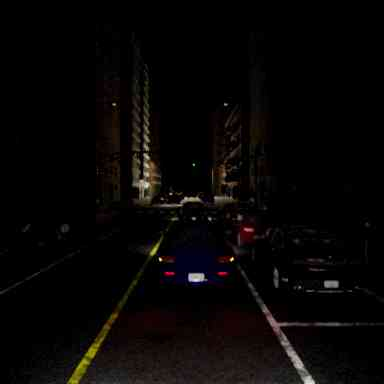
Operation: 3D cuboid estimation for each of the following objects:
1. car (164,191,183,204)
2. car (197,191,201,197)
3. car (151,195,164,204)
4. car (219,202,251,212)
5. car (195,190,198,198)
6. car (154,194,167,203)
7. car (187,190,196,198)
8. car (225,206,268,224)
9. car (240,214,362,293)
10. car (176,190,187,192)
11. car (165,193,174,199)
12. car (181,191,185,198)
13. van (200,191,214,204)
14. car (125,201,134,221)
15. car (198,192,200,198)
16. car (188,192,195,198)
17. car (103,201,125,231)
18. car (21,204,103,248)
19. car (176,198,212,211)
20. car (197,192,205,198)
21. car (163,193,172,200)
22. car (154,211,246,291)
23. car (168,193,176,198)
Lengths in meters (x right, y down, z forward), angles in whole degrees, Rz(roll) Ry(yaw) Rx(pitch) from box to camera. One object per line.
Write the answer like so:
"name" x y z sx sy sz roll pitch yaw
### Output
"car" -2.894 1.094 52.080 1.882 1.535 5.008 0 0 0
"car" 2.555 1.027 74.812 1.802 1.307 4.206 0 0 0
"car" -5.446 1.166 52.070 2.008 1.369 4.403 0 0 0
"car" 2.613 1.297 19.487 1.967 1.590 4.097 0 0 0
"car" 2.550 0.715 80.491 2.192 1.841 5.009 0 0 0
"car" -5.452 1.118 57.751 1.887 1.381 4.507 0 0 0
"car" -0.090 0.737 82.181 2.097 1.767 4.553 0 0 0
"car" 2.619 1.479 13.969 1.802 1.307 4.206 0 0 0
"car" 2.625 1.488 8.450 2.008 1.369 4.403 0 0 0
"car" -2.831 0.682 73.298 2.150 2.045 5.566 0 0 0
"car" -5.476 0.965 80.479 1.947 1.339 4.313 0 0 0
"car" -2.861 1.085 62.685 2.033 1.411 5.357 0 0 1
"van" 2.579 0.958 52.085 1.690 1.788 3.998 0 0 0
"car" -5.418 1.366 24.989 2.008 1.369 4.403 0 0 0
"car" 2.567 1.115 63.449 1.802 1.307 4.206 0 0 0
"car" -0.101 0.771 92.214 1.812 1.442 4.674 0 0 0
"car" -5.412 1.382 19.300 1.752 1.417 4.829 0 0 0
"car" -5.406 1.336 13.952 1.967 1.590 4.097 0 0 0
"car" 0.074 1.365 21.862 1.812 1.442 4.674 0 0 -1
"car" 2.538 0.748 91.854 1.967 1.590 4.097 0 0 0
"car" -5.470 0.971 74.627 1.752 1.417 4.829 0 0 0
"car" 0.085 1.461 8.707 1.812 1.442 4.674 0 0 0
"car" -5.488 0.873 91.842 1.947 1.339 4.313 0 0 0
